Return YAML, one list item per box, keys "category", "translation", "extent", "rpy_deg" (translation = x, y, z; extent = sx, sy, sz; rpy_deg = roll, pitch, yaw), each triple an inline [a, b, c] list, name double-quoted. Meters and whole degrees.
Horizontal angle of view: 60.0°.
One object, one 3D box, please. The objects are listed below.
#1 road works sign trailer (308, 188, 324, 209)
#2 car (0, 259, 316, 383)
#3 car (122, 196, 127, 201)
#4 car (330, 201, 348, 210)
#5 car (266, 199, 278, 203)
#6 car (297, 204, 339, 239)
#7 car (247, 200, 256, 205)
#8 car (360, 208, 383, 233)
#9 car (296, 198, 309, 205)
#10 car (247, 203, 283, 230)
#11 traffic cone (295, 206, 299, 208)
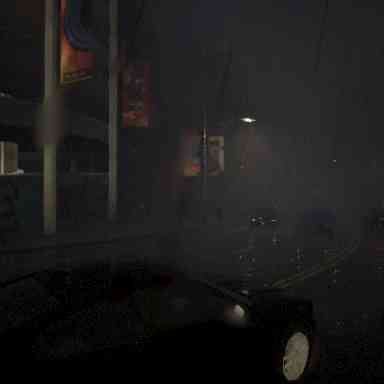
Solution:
- category: "road works sign trailer"
  translation: [21.311, 1.167, 57.707]
  extent: [2.380, 3.560, 2.880]
  rpy_deg: [0, -1, 7]
- category: "car"
  translation: [-0.609, 1.520, 3.665]
  extent: [5.008, 1.535, 1.882]
  rpy_deg: [0, 0, -38]
- category: "car"
  translation: [-11.490, 1.591, 51.402]
  extent: [2.435, 2.045, 5.566]
  rpy_deg: [0, -1, 7]
- category: "car"
  translation: [24.057, 2.156, 54.694]
  extent: [2.231, 1.521, 4.892]
  rpy_deg: [0, -1, 7]
- category: "car"
  translation: [14.593, 2.076, 60.757]
  extent: [2.097, 1.767, 4.553]
  rpy_deg: [0, -1, 7]
- category: "car"
  translation: [7.309, 1.715, 19.351]
  extent: [1.882, 1.535, 5.008]
  rpy_deg: [0, -1, 24]
- category: "car"
  translation: [11.420, 2.295, 63.557]
  extent: [2.033, 1.411, 5.357]
  rpy_deg: [0, -1, 7]
- category: "car"
  translation: [12.192, 1.777, 21.528]
  extent: [1.837, 1.490, 4.892]
  rpy_deg: [1, 0, 21]
- category: "car"
  translation: [27.567, 2.368, 83.858]
  extent: [2.185, 1.767, 4.553]
  rpy_deg: [0, -1, 7]
- category: "car"
  translation: [5.339, 1.786, 23.576]
  extent: [1.837, 1.490, 4.892]
  rpy_deg: [1, 0, 19]
- category: "traffic cone"
  translation: [20.664, 2.738, 64.817]
  extent: [0.340, 0.580, 0.340]
  rpy_deg: [0, -1, 7]
